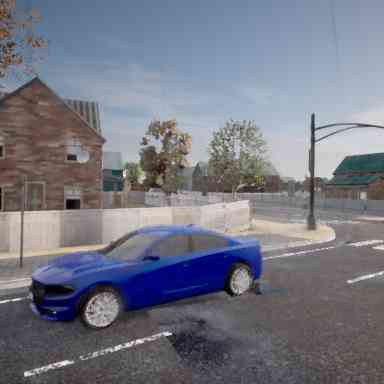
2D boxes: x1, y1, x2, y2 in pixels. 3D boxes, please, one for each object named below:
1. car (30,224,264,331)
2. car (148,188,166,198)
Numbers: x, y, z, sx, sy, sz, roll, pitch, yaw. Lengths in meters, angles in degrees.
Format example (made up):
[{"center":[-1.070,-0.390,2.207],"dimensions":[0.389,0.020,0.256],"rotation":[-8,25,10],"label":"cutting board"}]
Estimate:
[{"center":[-0.671,1.481,7.056],"dimensions":[5.008,1.535,1.882],"rotation":[0,0,-35],"label":"car"},{"center":[-6.545,0.336,61.636],"dimensions":[2.150,2.045,5.566],"rotation":[1,1,-21],"label":"car"}]
